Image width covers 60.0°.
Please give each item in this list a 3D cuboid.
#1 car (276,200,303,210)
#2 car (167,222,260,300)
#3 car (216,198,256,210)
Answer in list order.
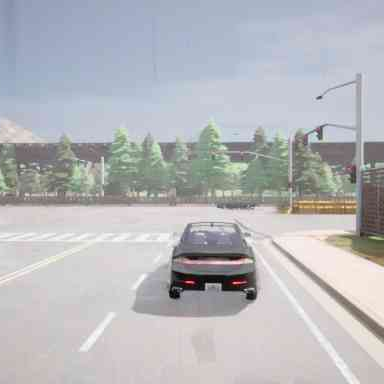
[{"bbox_3d":[11.729,1.564,38.000,4.181,1.385,1.994,0,0,0],"label":"car"},{"bbox_3d":[0.510,1.492,8.397,2.128,1.511,4.902,0,0,3],"label":"car"},{"bbox_3d":[5.514,1.493,41.766,4.902,1.511,2.128,0,0,2],"label":"car"}]
